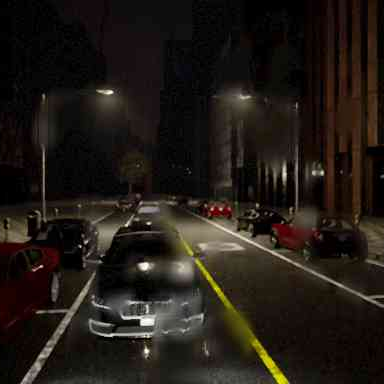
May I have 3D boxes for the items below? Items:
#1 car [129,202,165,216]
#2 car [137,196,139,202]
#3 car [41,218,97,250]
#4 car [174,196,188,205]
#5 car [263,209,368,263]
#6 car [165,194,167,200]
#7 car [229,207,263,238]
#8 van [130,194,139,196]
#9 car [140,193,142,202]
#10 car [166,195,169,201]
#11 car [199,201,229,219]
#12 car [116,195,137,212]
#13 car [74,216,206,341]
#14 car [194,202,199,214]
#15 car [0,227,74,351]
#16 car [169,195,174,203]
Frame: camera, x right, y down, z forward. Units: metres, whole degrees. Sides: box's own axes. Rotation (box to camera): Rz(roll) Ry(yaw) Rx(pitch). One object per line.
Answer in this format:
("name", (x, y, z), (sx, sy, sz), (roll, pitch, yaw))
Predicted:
("car", (-2.617, 1.567, 20.424), (1.994, 1.385, 4.181), (0, 0, -7))
("car", (-8.578, 1.562, 44.655), (2.008, 1.369, 4.403), (0, 0, -7))
("car", (-4.138, 1.567, 10.882), (1.947, 1.339, 4.313), (0, 0, -7))
("car", (-1.607, 1.596, 57.031), (1.802, 1.307, 4.206), (0, 0, -7))
("car", (4.314, 1.440, 11.997), (1.967, 1.590, 4.097), (0, 0, -7))
("car", (-5.330, 1.554, 85.346), (1.752, 1.417, 4.829), (0, 0, -7))
("car", (3.574, 1.567, 17.627), (1.947, 1.339, 4.313), (0, 0, -7))
("van", (-9.318, 1.354, 50.285), (1.690, 1.788, 3.998), (0, 0, -7))
("car", (-10.799, 1.333, 61.543), (2.192, 1.841, 5.009), (0, 0, -7))
("car", (-4.568, 1.607, 79.548), (1.802, 1.307, 4.206), (0, 0, -7))
("car", (2.094, 1.445, 28.885), (1.967, 1.590, 4.097), (0, 0, -7))
("car", (-7.838, 1.449, 39.026), (1.967, 1.590, 4.097), (0, 0, -7))
("car", (-0.929, 1.505, 6.901), (1.837, 1.490, 4.892), (0, 0, -8))
("car", (1.354, 1.572, 34.514), (1.947, 1.339, 4.313), (0, 0, -7))
("car", (-3.397, 1.545, 5.252), (1.887, 1.381, 4.507), (0, 0, -7))
("car", (-3.087, 1.570, 68.289), (2.008, 1.369, 4.403), (0, 0, -7))
